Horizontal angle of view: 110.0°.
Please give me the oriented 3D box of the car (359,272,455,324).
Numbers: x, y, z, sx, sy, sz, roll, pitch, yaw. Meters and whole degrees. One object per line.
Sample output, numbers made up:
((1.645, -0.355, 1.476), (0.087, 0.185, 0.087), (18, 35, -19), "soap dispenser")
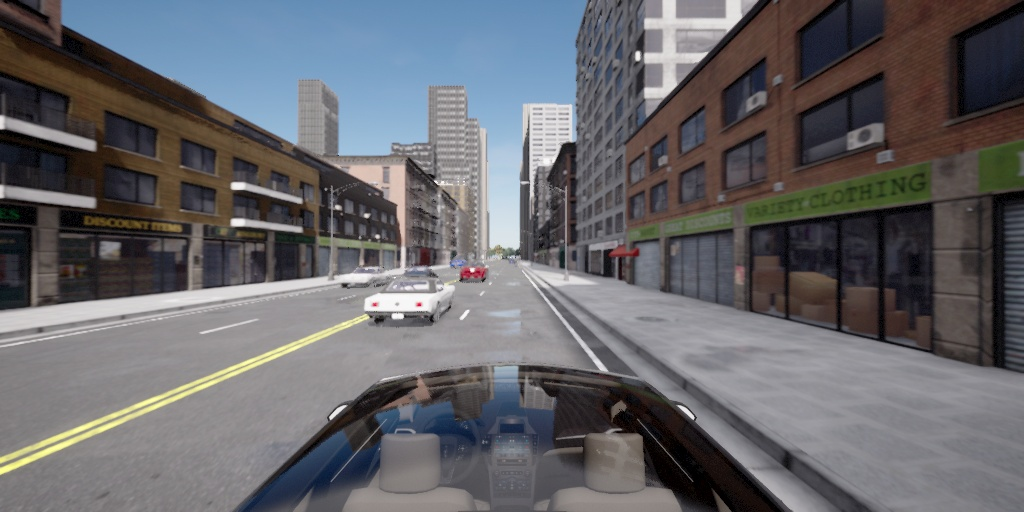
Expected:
((-3.156, 1.384, 12.154), (1.895, 1.301, 4.718), (0, 0, 0), "car")

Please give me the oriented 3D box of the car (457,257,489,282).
((-3.164, 1.208, 30.821), (2.097, 1.767, 4.553), (0, 0, 0), "car")

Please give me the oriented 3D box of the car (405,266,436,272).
((-6.609, 1.398, 25.648), (1.994, 1.385, 4.181), (0, 0, 0), "car")

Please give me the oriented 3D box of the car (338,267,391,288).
((-9.859, 1.430, 24.397), (1.895, 1.301, 4.718), (0, 0, 0), "car")
